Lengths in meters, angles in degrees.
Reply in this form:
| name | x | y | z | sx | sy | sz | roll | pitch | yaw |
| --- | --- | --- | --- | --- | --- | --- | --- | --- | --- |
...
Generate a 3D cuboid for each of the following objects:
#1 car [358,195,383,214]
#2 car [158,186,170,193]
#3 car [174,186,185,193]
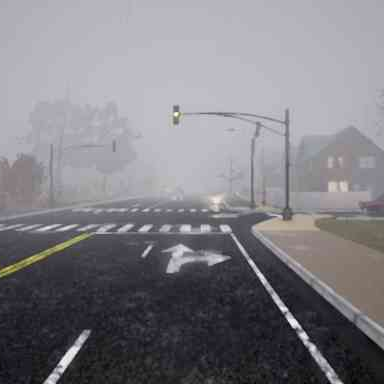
| name | x | y | z | sx | sy | sz | roll | pitch | yaw |
| --- | --- | --- | --- | --- | --- | --- | --- | --- | --- |
| car | 13.192 | 0.785 | 20.823 | 4.718 | 1.301 | 1.895 | -1 | -1 | 8 |
| car | -6.008 | -0.501 | 71.949 | 1.882 | 1.535 | 5.008 | 0 | 1 | 6 |
| car | -2.774 | -0.457 | 71.618 | 1.812 | 1.442 | 4.674 | 0 | 1 | 6 |
